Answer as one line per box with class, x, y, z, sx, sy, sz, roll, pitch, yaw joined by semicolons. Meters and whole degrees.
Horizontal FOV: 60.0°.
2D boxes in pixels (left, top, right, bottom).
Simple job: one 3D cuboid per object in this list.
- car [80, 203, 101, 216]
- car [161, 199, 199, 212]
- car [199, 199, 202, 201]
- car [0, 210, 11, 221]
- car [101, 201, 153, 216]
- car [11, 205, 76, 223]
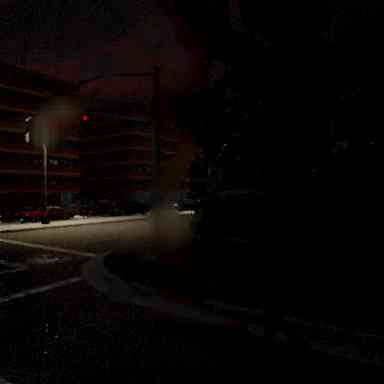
car;-10.394;1.903;37.227;1.994;1.385;4.181;-1;0;37
car;-1.605;1.652;43.406;2.097;1.767;4.553;-1;0;36
car;0.405;1.830;52.106;2.128;1.511;4.902;-1;0;36
car;-15.342;1.906;30.428;1.994;1.385;4.181;-1;0;36
car;-6.926;1.777;36.077;1.882;1.535;5.008;-1;-1;36
car;-12.458;1.903;28.474;1.895;1.301;4.718;-1;0;33
